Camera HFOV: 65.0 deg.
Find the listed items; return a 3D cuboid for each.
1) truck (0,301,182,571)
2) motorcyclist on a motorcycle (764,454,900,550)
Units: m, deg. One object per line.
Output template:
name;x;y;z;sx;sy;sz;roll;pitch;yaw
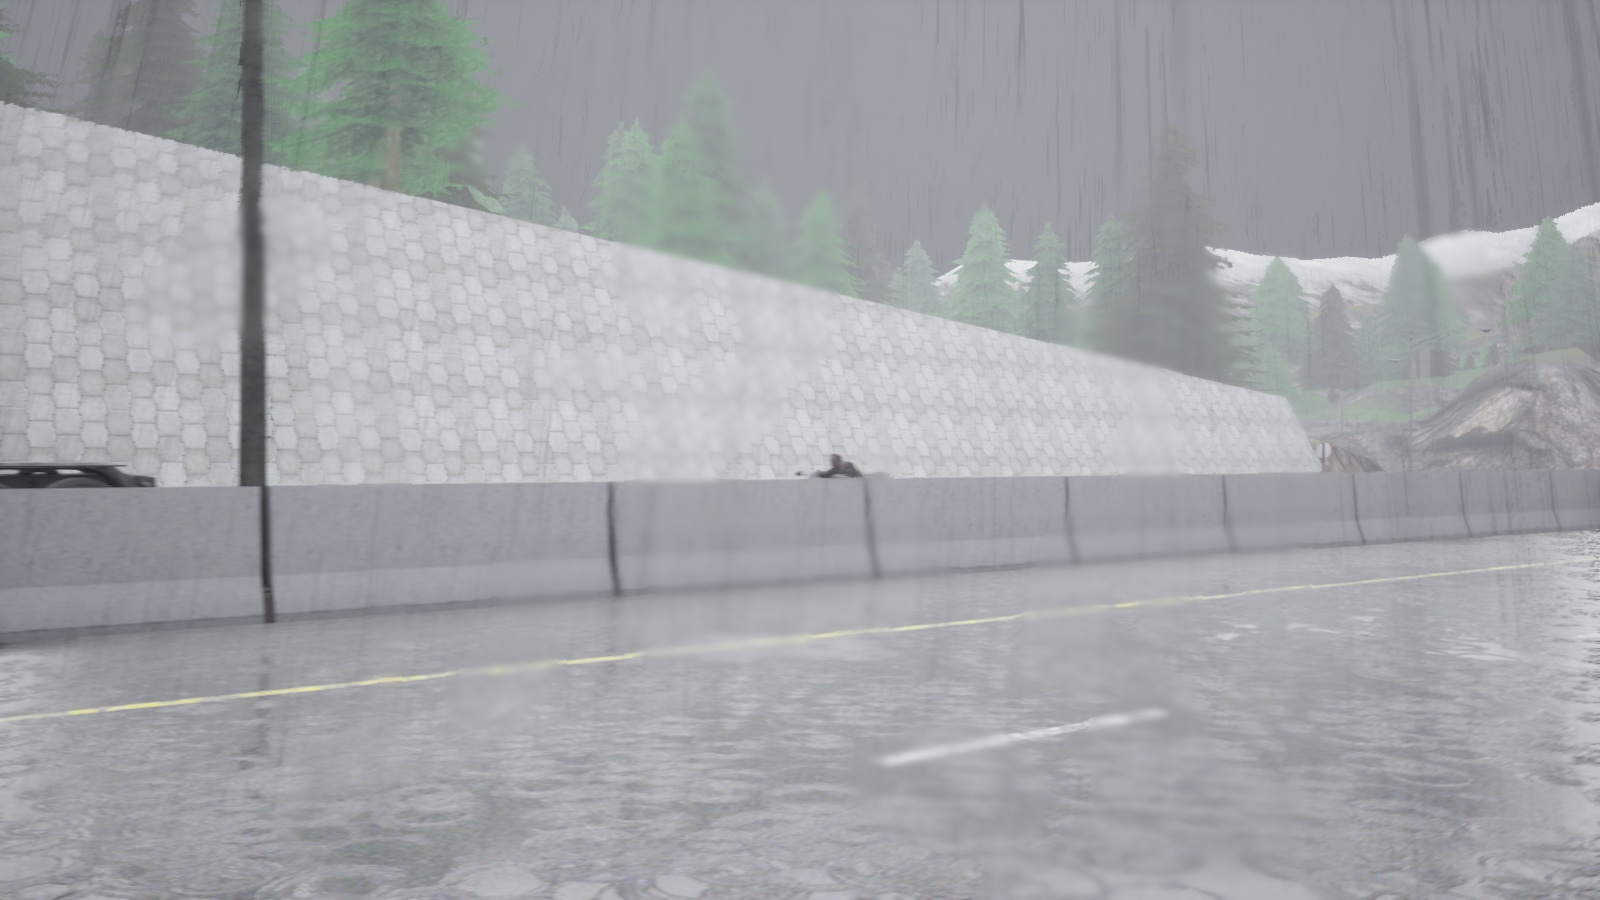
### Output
truck;-12.593;-0.171;16.219;7.936;3.462;2.891;0;0;-35
motorcyclist on a motorcycle;0.553;0.830;21.100;2.191;1.530;0.866;0;0;-35
